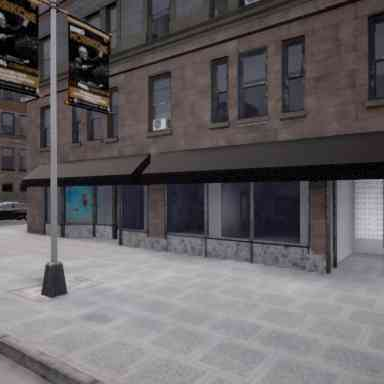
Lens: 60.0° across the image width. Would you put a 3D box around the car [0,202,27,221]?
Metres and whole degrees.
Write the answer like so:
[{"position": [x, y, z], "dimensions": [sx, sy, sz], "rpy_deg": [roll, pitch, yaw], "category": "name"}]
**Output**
[{"position": [-14.158, 1.545, 25.258], "dimensions": [1.837, 1.490, 4.892], "rpy_deg": [0, 0, 37], "category": "car"}]
